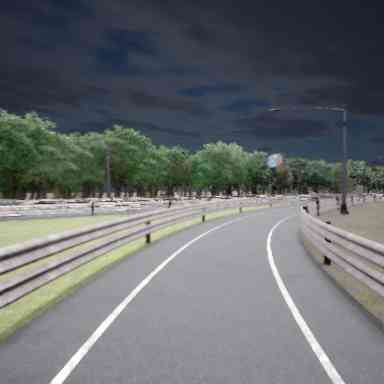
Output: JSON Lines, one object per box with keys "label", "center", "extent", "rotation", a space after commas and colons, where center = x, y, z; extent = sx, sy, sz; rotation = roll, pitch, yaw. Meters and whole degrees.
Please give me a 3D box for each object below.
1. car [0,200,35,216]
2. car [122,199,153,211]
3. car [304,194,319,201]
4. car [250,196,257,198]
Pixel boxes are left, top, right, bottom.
{"label": "car", "center": [-18.757, 1.640, 34.454], "extent": [4.553, 1.767, 2.097], "rotation": [0, 0, -42]}
{"label": "car", "center": [-7.473, 1.665, 44.525], "extent": [4.902, 1.511, 2.128], "rotation": [-1, 1, -42]}
{"label": "car", "center": [26.887, 1.287, 75.188], "extent": [5.008, 1.535, 1.882], "rotation": [0, 0, -42]}
{"label": "car", "center": [11.894, 1.507, 61.809], "extent": [4.181, 1.385, 1.994], "rotation": [-1, 1, -42]}
